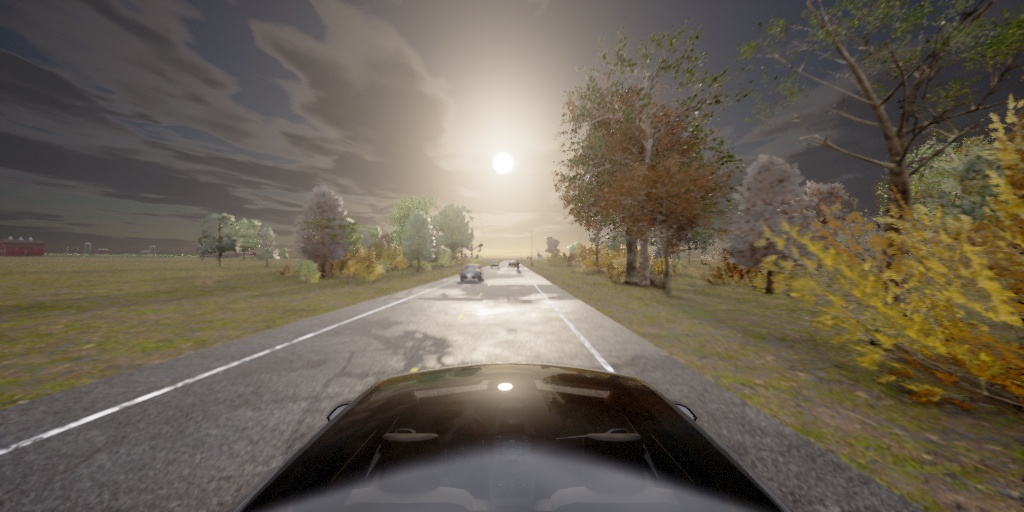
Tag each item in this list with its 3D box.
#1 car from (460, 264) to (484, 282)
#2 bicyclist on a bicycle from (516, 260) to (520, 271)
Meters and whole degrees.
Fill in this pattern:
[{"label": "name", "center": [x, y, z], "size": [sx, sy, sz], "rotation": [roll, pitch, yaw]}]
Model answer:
[{"label": "car", "center": [-3.579, 1.512, 32.794], "size": [2.128, 1.511, 4.902], "rotation": [0, 0, 0]}, {"label": "bicyclist on a bicycle", "center": [0.970, 1.586, 55.947], "size": [0.659, 1.776, 1.843], "rotation": [0, 0, 0]}]
